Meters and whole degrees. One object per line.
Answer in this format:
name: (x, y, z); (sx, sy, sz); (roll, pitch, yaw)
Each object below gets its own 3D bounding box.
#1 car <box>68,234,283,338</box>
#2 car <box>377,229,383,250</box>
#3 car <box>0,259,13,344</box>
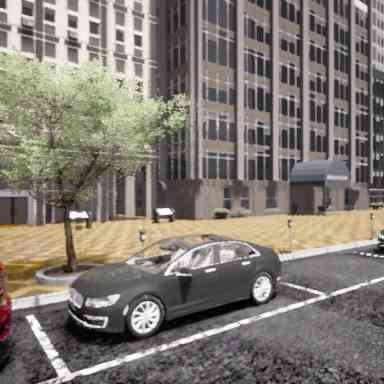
car: (-0.090, 1.550, 6.500); (4.403, 1.369, 2.008); (0, 0, -36)
car: (8.900, 1.550, 12.917); (4.403, 1.369, 2.008); (0, 0, -36)
car: (-4.586, 1.315, 3.291); (5.009, 1.841, 2.192); (0, 0, -36)
